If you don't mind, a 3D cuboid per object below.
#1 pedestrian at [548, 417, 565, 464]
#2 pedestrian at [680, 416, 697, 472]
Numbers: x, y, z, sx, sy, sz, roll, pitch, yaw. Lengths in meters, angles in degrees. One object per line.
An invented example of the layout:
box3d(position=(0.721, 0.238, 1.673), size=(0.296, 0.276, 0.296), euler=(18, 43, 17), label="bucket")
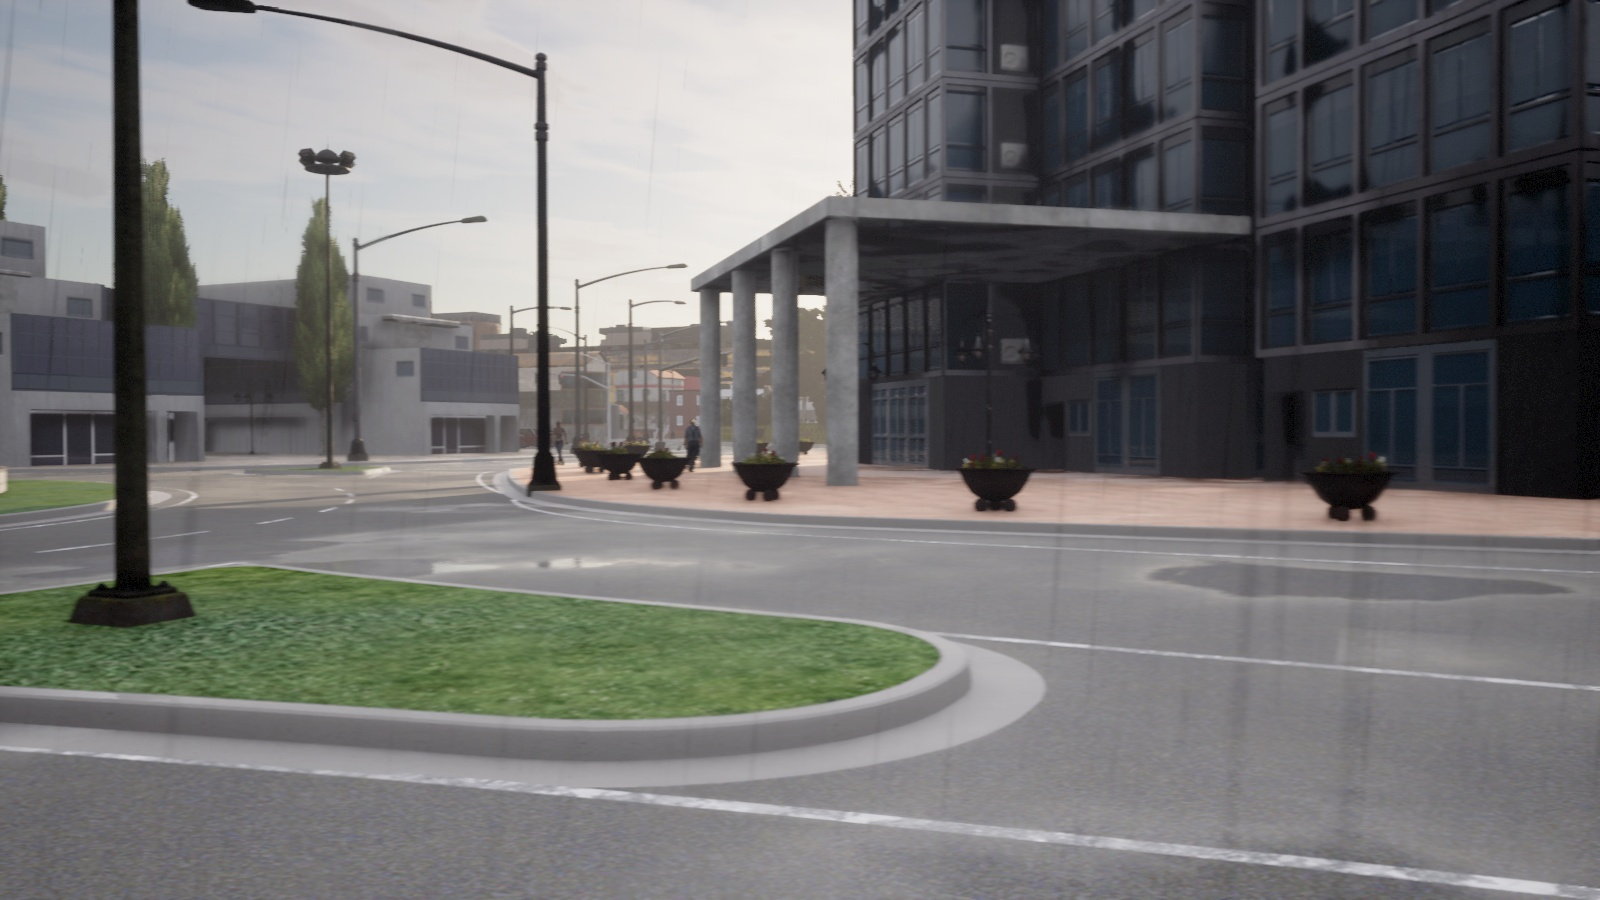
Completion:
box3d(position=(-9.586, -0.377, 49.434), size=(0.328, 1.805, 0.869), euler=(0, 1, 11), label="pedestrian")
box3d(position=(-3.726, -0.206, 41.950), size=(0.540, 1.848, 0.694), euler=(0, 1, -9), label="pedestrian")
